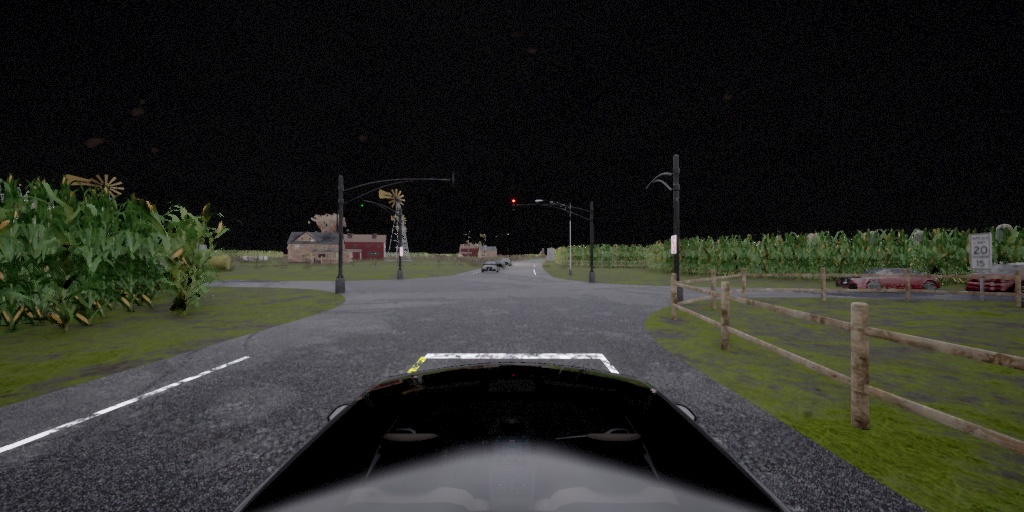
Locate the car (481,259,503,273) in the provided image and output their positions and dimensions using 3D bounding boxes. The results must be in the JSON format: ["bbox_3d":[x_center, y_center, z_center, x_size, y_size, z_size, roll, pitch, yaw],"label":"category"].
[{"bbox_3d":[-2.571,1.309,43.794,1.994,1.385,4.181,0,0,3],"label":"car"}]

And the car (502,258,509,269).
[{"bbox_3d":[-2.025,1.340,54.312,1.895,1.301,4.718,0,0,3],"label":"car"}]

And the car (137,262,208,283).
[{"bbox_3d":[-24.172,1.195,25.400,4.902,1.511,2.128,0,-1,10],"label":"car"}]

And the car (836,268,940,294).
[{"bbox_3d":[21.341,1.365,20.518,4.181,1.385,1.994,0,-1,9],"label":"car"}]

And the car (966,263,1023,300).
[{"bbox_3d":[24.985,1.121,16.920,4.553,1.767,2.097,0,-1,10],"label":"car"}]
